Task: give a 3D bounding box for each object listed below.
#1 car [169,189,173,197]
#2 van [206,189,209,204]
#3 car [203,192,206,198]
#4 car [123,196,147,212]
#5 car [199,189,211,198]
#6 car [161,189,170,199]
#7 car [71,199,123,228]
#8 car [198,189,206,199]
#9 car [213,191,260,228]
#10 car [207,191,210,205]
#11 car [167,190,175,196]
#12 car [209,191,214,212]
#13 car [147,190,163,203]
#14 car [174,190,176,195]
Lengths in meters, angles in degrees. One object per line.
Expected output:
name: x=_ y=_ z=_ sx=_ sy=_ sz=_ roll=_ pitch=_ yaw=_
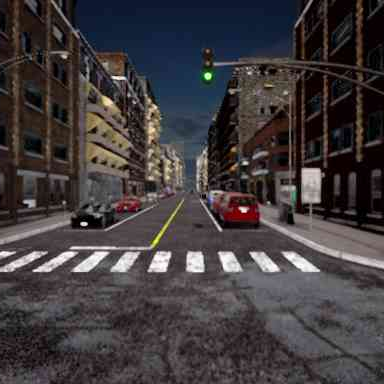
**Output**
car: x=-5.681 y=0.278 z=69.415 sx=2.192 sy=1.841 sz=5.009 roll=1 pitch=1 yaw=0
van: x=2.703 y=0.796 z=36.279 sx=1.690 sy=1.788 sz=3.998 roll=1 pitch=1 yaw=0
car: x=2.698 y=0.952 z=41.805 sx=1.802 sy=1.307 sz=4.206 roll=1 pitch=1 yaw=0
car: x=-5.680 y=1.079 z=30.758 sx=1.887 sy=1.381 sz=4.507 roll=1 pitch=1 yaw=0
car: x=2.698 y=0.284 z=69.417 sx=2.192 sy=1.841 sz=5.009 roll=1 pitch=1 yaw=0
car: x=-5.685 y=0.623 z=63.894 sx=1.802 sy=1.307 sz=4.206 roll=1 pitch=1 yaw=0
car: x=-5.679 y=1.277 z=19.711 sx=1.947 sy=1.339 sz=4.313 roll=1 pitch=1 yaw=0
car: x=2.695 y=0.613 z=63.897 sx=1.947 sy=1.339 sz=4.313 roll=1 pitch=1 yaw=0
car: x=2.705 y=1.033 z=19.711 sx=2.192 sy=1.841 sz=5.009 roll=1 pitch=1 yaw=0
car: x=2.702 y=0.980 z=30.761 sx=1.967 sy=1.590 sz=4.097 roll=1 pitch=1 yaw=0
car: x=-5.689 y=0.235 z=91.510 sx=1.947 sy=1.339 sz=4.313 roll=1 pitch=1 yaw=0
car: x=2.705 y=0.943 z=25.235 sx=2.192 sy=1.841 sz=5.009 roll=1 pitch=1 yaw=0
car: x=-5.682 y=0.833 z=47.326 sx=2.008 sy=1.369 sz=4.403 roll=1 pitch=1 yaw=0
car: x=-5.683 y=0.127 z=80.463 sx=2.192 sy=1.841 sz=5.009 roll=1 pitch=1 yaw=0
